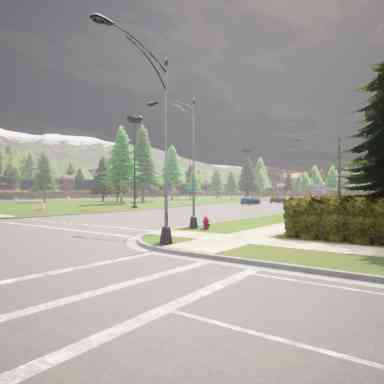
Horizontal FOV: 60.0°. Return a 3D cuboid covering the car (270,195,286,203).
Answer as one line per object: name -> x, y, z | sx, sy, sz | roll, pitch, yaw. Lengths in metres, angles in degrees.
car -> 17.518, 1.353, 67.408 | 2.097, 1.767, 4.553 | 0, 0, 36

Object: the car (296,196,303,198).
car -> 18.739, 1.478, 57.148 | 1.882, 1.535, 5.008 | 0, 0, 36

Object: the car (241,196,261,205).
car -> 10.148, 1.478, 57.209 | 1.882, 1.535, 5.008 | 0, 0, 36
